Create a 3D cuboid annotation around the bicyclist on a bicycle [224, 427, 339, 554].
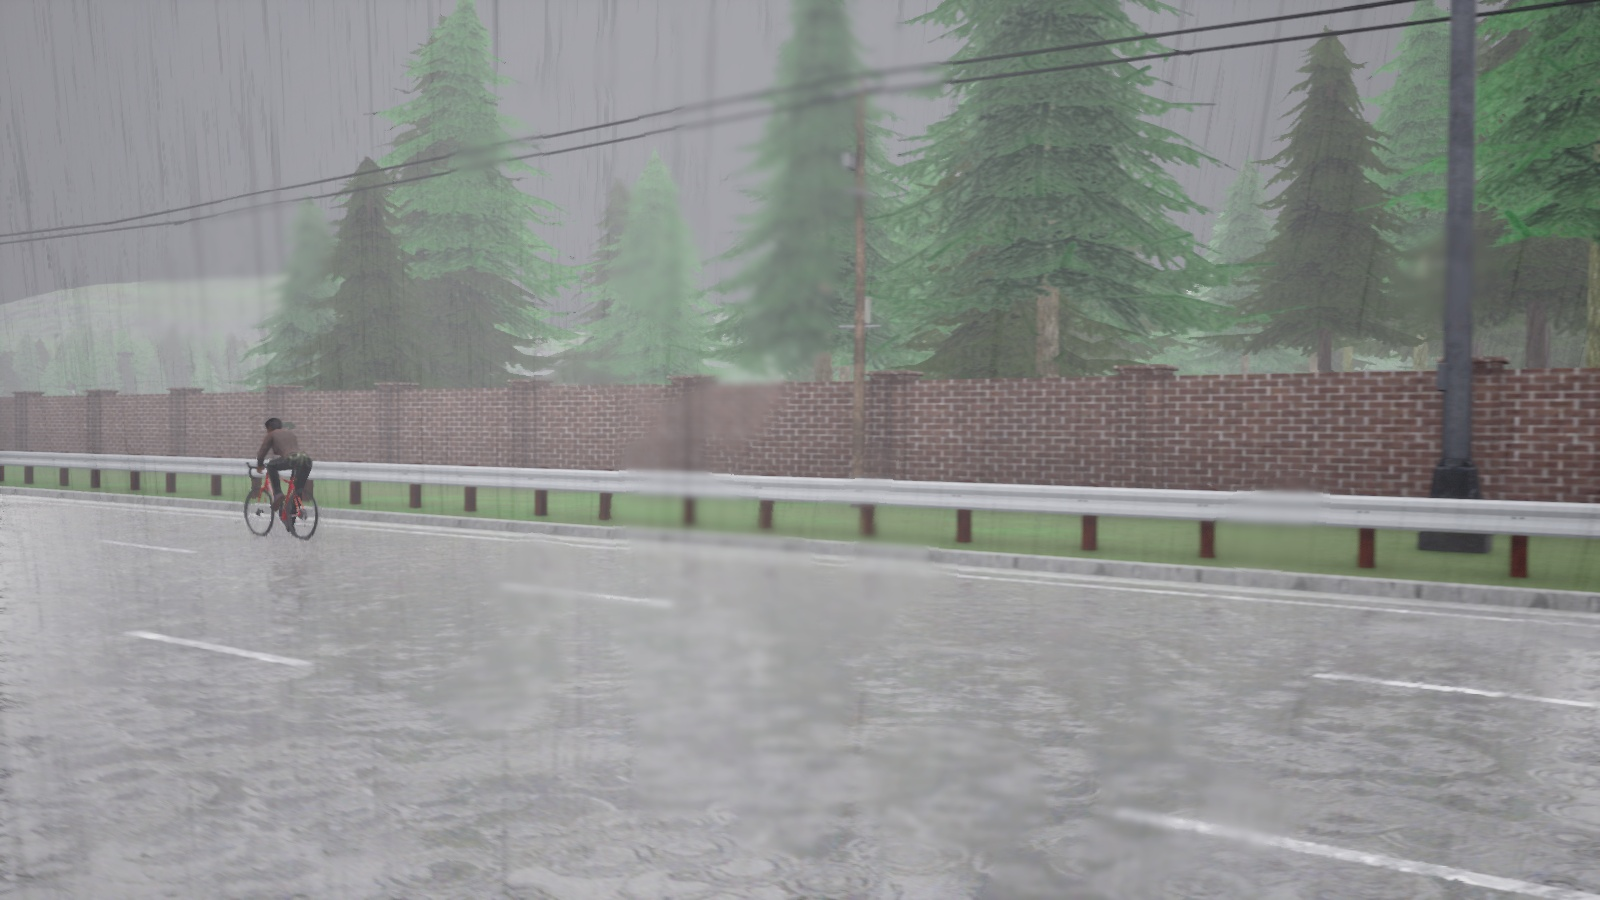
[{"bbox_3d":[-6.952,0.518,16.811,1.656,1.620,0.582,0,1,34],"label":"bicyclist on a bicycle"}]
